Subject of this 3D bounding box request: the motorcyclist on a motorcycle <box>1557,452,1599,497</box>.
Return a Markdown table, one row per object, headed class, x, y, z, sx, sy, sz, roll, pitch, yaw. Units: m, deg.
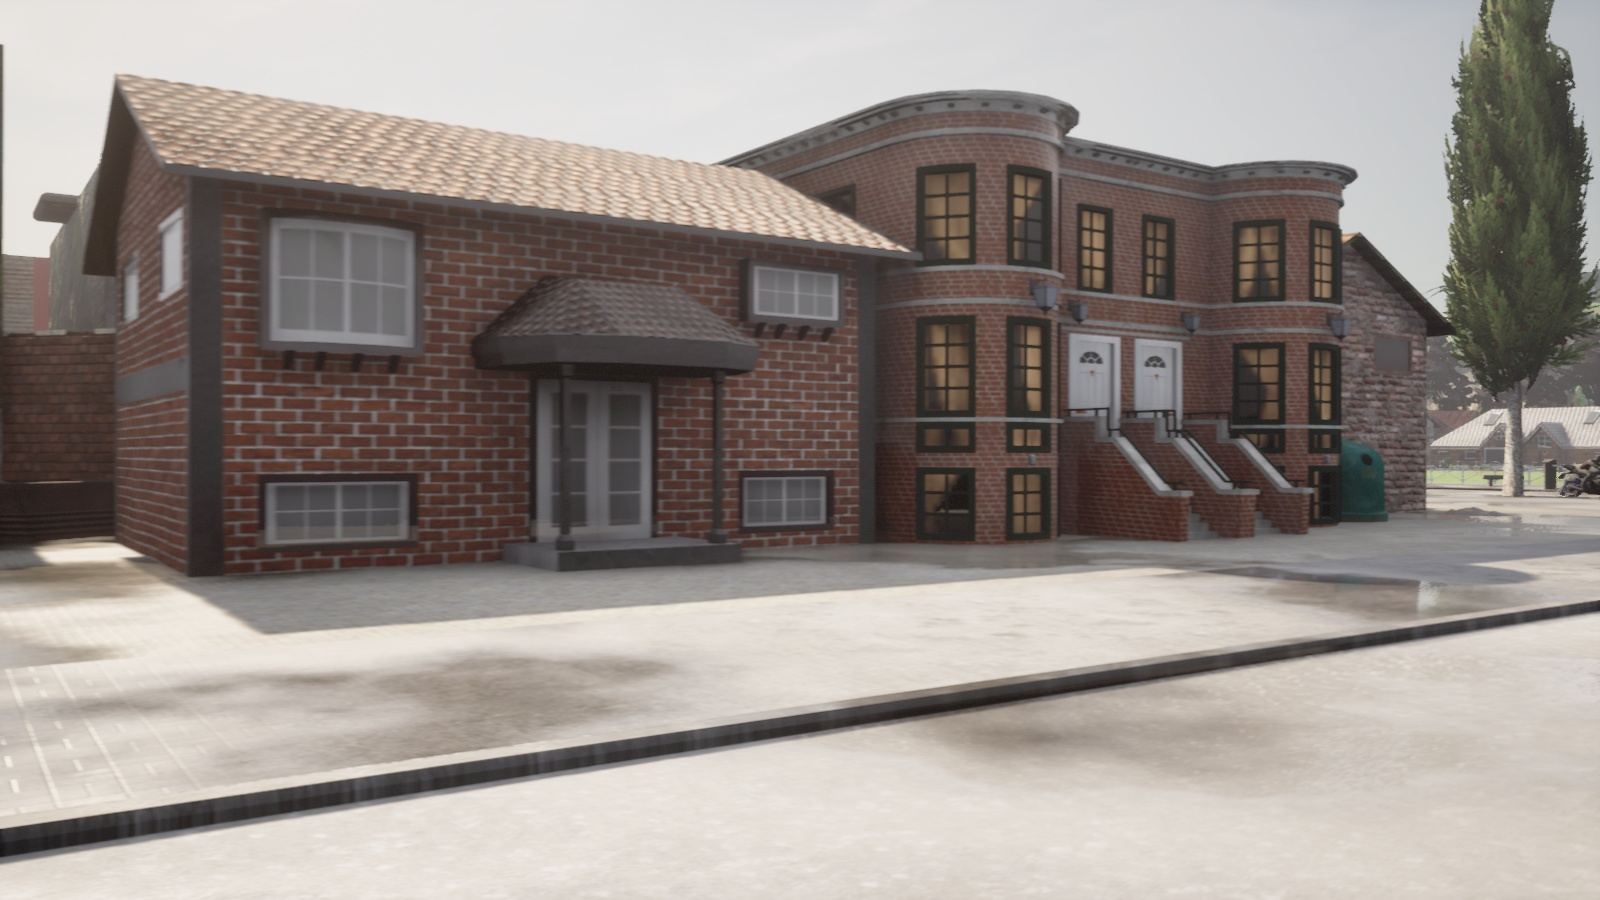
| class | x | y | z | sx | sy | sz | roll | pitch | yaw |
| --- | --- | --- | --- | --- | --- | --- | --- | --- | --- |
| motorcyclist on a motorcycle | 27.139 | 0.827 | 42.728 | 0.866 | 1.530 | 2.191 | 0 | 0 | -35 |
